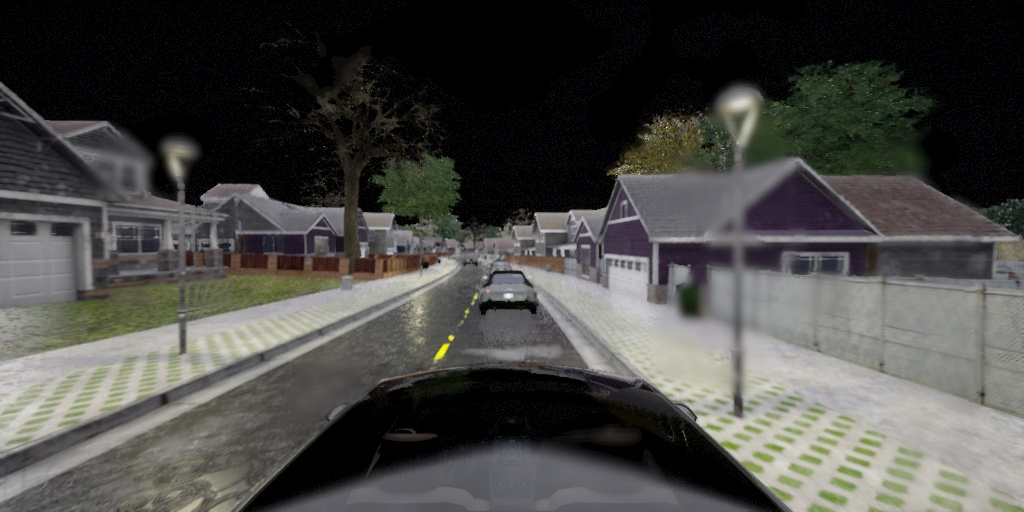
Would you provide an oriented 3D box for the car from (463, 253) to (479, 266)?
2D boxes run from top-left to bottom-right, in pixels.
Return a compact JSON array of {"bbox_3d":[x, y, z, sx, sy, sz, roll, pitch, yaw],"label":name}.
[{"bbox_3d":[-6.581,0.558,57.160,2.150,2.045,5.566,0,0,-8],"label":"car"}]

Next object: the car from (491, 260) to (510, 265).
[{"bbox_3d":[-0.993,1.051,30.525,2.033,1.411,5.357,0,0,-4],"label":"car"}]

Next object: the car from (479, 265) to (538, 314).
[{"bbox_3d":[-0.152,1.198,13.259,1.994,1.385,4.181,0,1,-1],"label":"car"}]
